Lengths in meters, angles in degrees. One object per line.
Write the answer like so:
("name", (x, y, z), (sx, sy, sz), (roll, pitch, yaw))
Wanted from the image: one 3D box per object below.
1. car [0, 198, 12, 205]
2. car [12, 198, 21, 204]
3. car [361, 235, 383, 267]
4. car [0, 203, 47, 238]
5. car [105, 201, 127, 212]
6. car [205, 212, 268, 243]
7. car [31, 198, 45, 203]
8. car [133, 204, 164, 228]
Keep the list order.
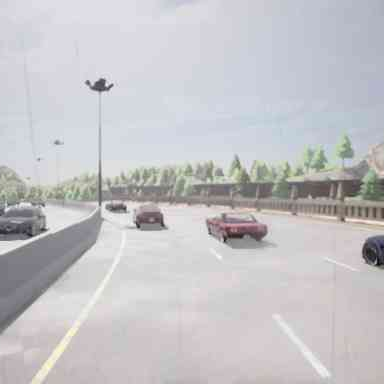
("car", (-13.579, 1.353, 21.198), (2.150, 2.045, 5.566), (0, 0, -15))
("car", (-31.449, 1.860, 58.715), (1.837, 1.490, 4.892), (0, 0, -30))
("car", (6.459, 1.551, 8.845), (1.994, 1.385, 4.181), (0, 0, -5))
("car", (-9.350, 1.601, 18.415), (1.837, 1.490, 4.892), (0, 0, -13))
("car", (-9.420, 1.743, 40.890), (1.895, 1.301, 4.718), (0, 0, -25))
("car", (1.964, 1.624, 16.320), (1.895, 1.301, 4.718), (0, 0, -10))
("car", (-25.923, 1.814, 56.118), (1.837, 1.490, 4.892), (0, 0, -30))
("car", (-3.068, 1.592, 23.121), (1.812, 1.442, 4.674), (0, 0, -14))
